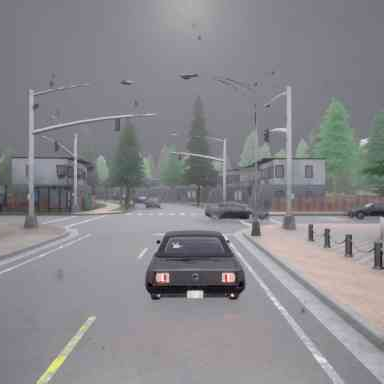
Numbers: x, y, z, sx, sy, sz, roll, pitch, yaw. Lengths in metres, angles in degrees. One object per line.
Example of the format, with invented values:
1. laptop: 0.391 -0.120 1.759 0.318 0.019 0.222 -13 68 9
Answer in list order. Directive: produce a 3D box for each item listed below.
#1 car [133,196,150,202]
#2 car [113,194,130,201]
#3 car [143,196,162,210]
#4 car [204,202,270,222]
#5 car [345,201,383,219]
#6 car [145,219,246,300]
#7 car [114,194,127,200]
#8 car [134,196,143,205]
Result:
1. car: -10.968 1.505 71.945 1.994 1.385 4.181 0 0 -36
2. car: -16.972 1.322 80.005 4.674 1.442 1.812 0 0 45
3. car: -4.994 1.471 42.906 1.837 1.490 4.892 0 0 -6
4. car: 3.355 1.477 25.187 4.902 1.511 2.128 0 1 18
5. car: 15.403 1.510 28.078 4.674 1.442 1.812 0 0 1
6. car: 0.032 1.601 8.349 1.895 1.301 4.718 0 0 -1
7. car: -16.060 1.120 73.294 2.033 1.411 5.357 0 0 -36
8. car: -8.955 1.491 59.738 1.812 1.442 4.674 0 0 -22
